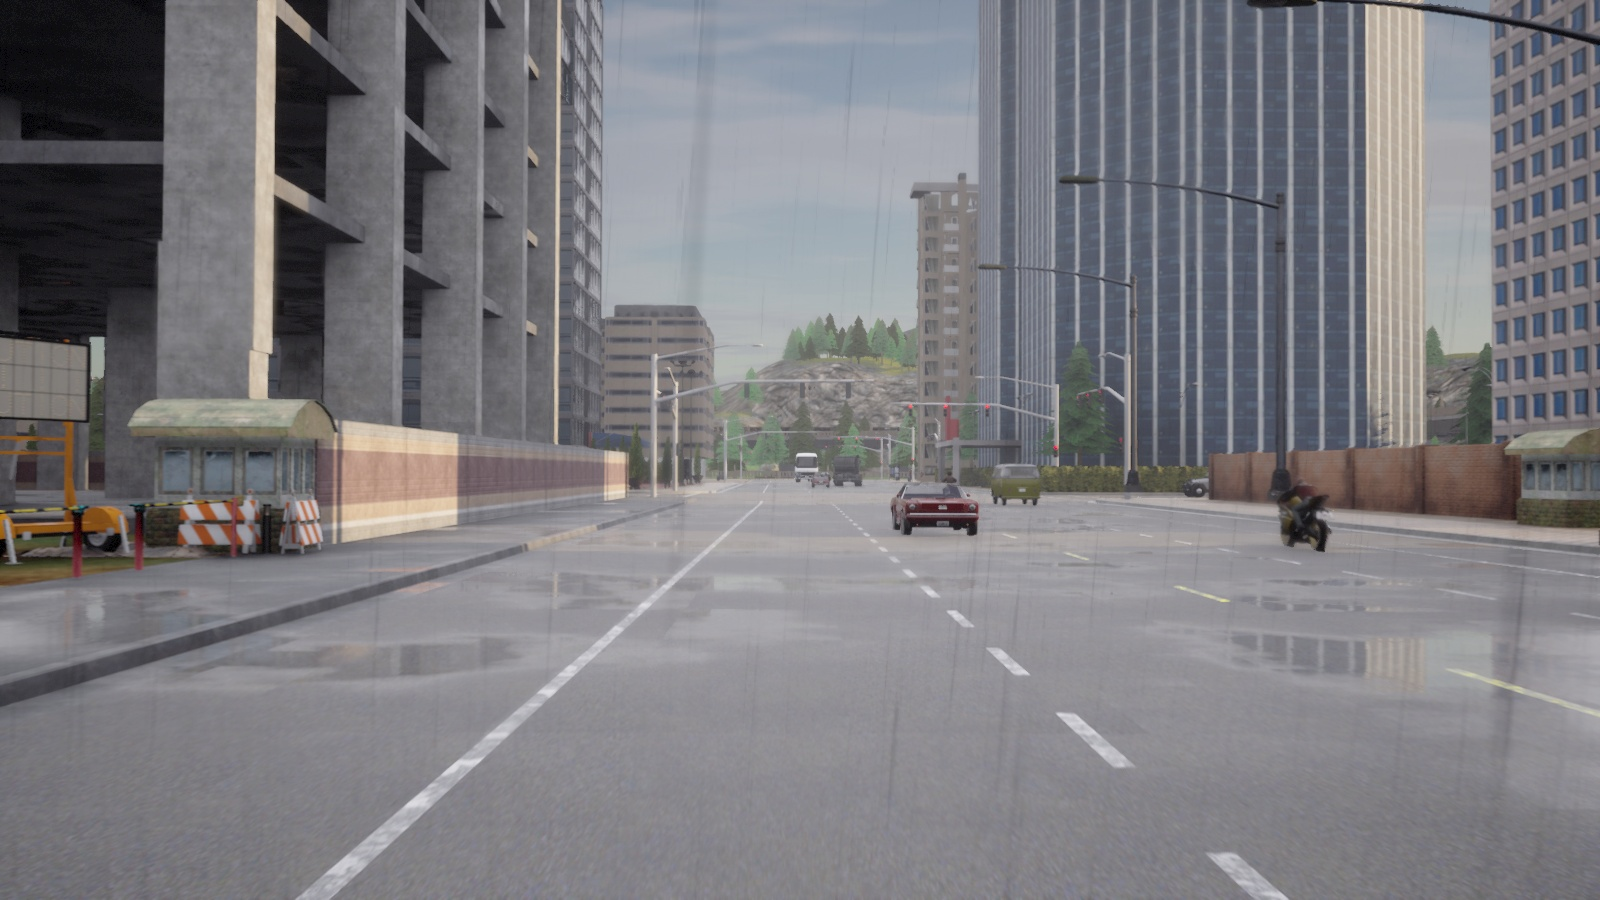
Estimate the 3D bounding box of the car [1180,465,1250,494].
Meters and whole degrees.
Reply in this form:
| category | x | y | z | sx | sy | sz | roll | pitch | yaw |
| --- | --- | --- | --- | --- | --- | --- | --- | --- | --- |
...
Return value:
| category | x | y | z | sx | sy | sz | roll | pitch | yaw |
| --- | --- | --- | --- | --- | --- | --- | --- | --- | --- |
| car | 26.636 | 1.888 | 80.738 | 3.866 | 1.878 | 1.905 | 0 | -1 | 0 |

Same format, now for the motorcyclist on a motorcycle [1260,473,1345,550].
| category | x | y | z | sx | sy | sz | roll | pitch | yaw |
| --- | --- | --- | --- | --- | --- | --- | --- | --- | --- |
| motorcyclist on a motorcycle | 10.437 | 1.257 | 26.171 | 0.866 | 1.530 | 2.191 | 0 | -1 | 0 |

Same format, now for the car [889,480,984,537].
| category | x | y | z | sx | sy | sz | roll | pitch | yaw |
| --- | --- | --- | --- | --- | --- | --- | --- | --- | --- |
| car | 3.422 | 1.455 | 32.270 | 1.895 | 1.301 | 4.718 | 0 | -1 | 0 |

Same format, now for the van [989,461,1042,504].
| category | x | y | z | sx | sy | sz | roll | pitch | yaw |
| --- | --- | --- | --- | --- | --- | --- | --- | --- | --- |
| van | 10.342 | 1.565 | 60.583 | 1.775 | 1.987 | 4.442 | 0 | -1 | 0 |
